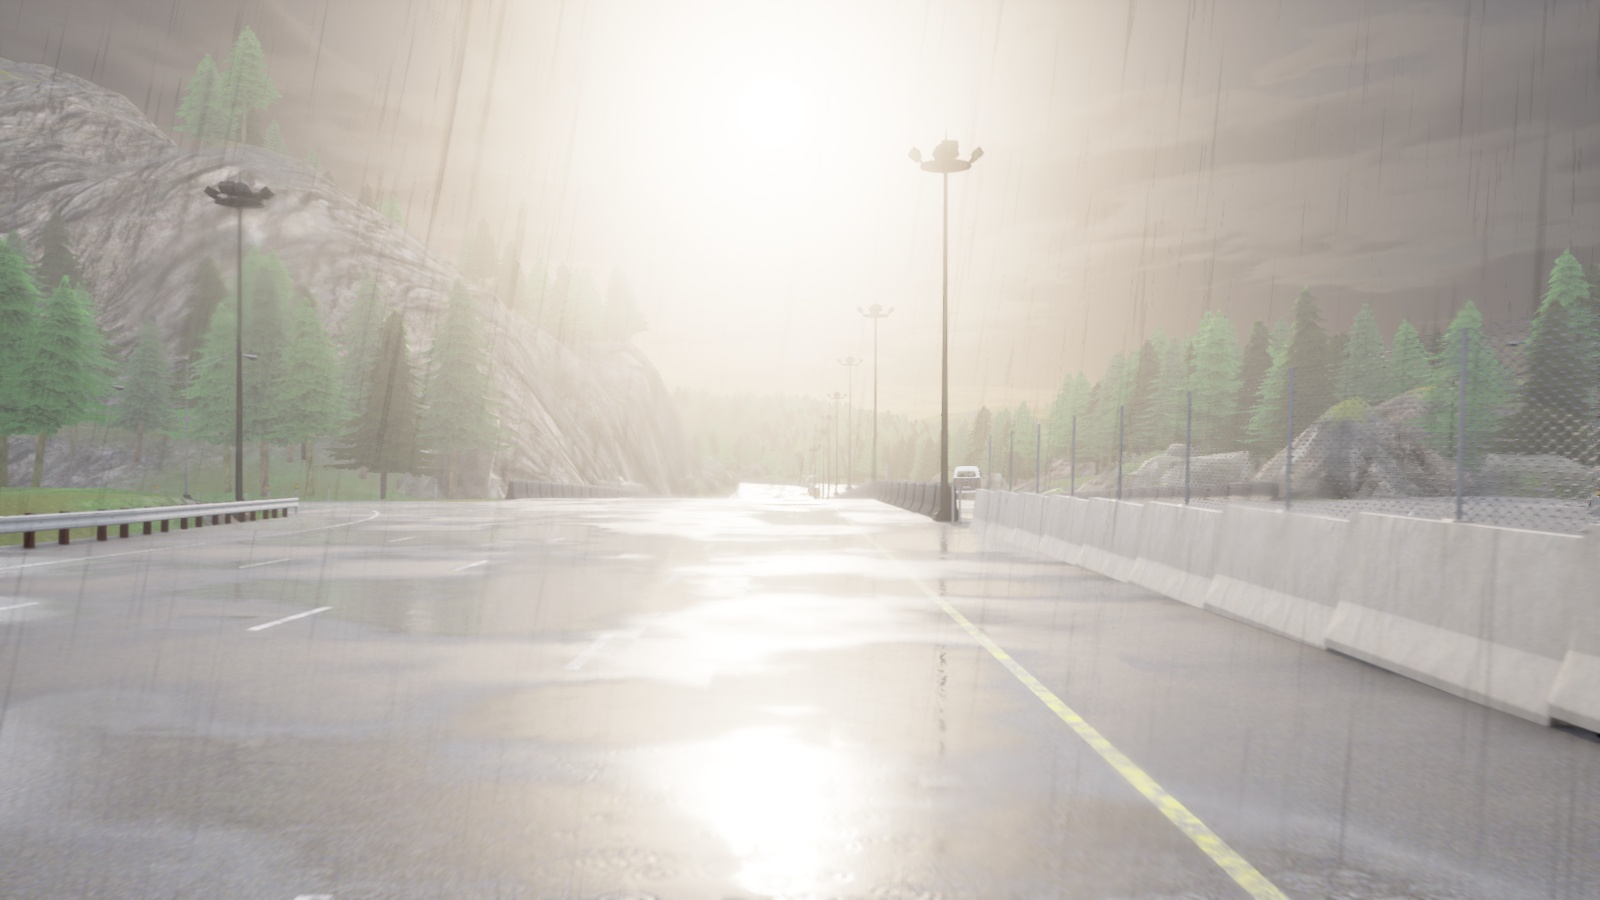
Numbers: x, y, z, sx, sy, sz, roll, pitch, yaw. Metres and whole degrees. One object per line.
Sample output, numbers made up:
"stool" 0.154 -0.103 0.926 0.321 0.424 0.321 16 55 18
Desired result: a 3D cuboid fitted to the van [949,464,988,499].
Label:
"van" 10.624 2.016 78.918 2.069 2.038 4.480 -2 -3 11
